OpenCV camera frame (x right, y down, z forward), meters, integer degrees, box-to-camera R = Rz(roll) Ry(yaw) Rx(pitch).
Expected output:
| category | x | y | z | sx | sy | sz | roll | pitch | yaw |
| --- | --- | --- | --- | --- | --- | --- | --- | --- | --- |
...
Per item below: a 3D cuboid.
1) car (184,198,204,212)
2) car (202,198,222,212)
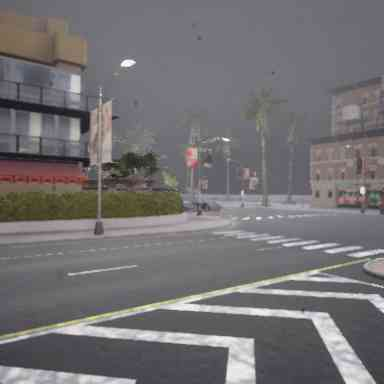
| category | x | y | z | sx | sy | sz | roll | pitch | yaw |
| --- | --- | --- | --- | --- | --- | --- | --- | --- | --- |
| car | -0.979 | 1.770 | 42.179 | 1.812 | 1.442 | 4.674 | 1 | 0 | -35 |
| car | 1.963 | 1.635 | 44.087 | 2.097 | 1.767 | 4.553 | 1 | -1 | -35 |
